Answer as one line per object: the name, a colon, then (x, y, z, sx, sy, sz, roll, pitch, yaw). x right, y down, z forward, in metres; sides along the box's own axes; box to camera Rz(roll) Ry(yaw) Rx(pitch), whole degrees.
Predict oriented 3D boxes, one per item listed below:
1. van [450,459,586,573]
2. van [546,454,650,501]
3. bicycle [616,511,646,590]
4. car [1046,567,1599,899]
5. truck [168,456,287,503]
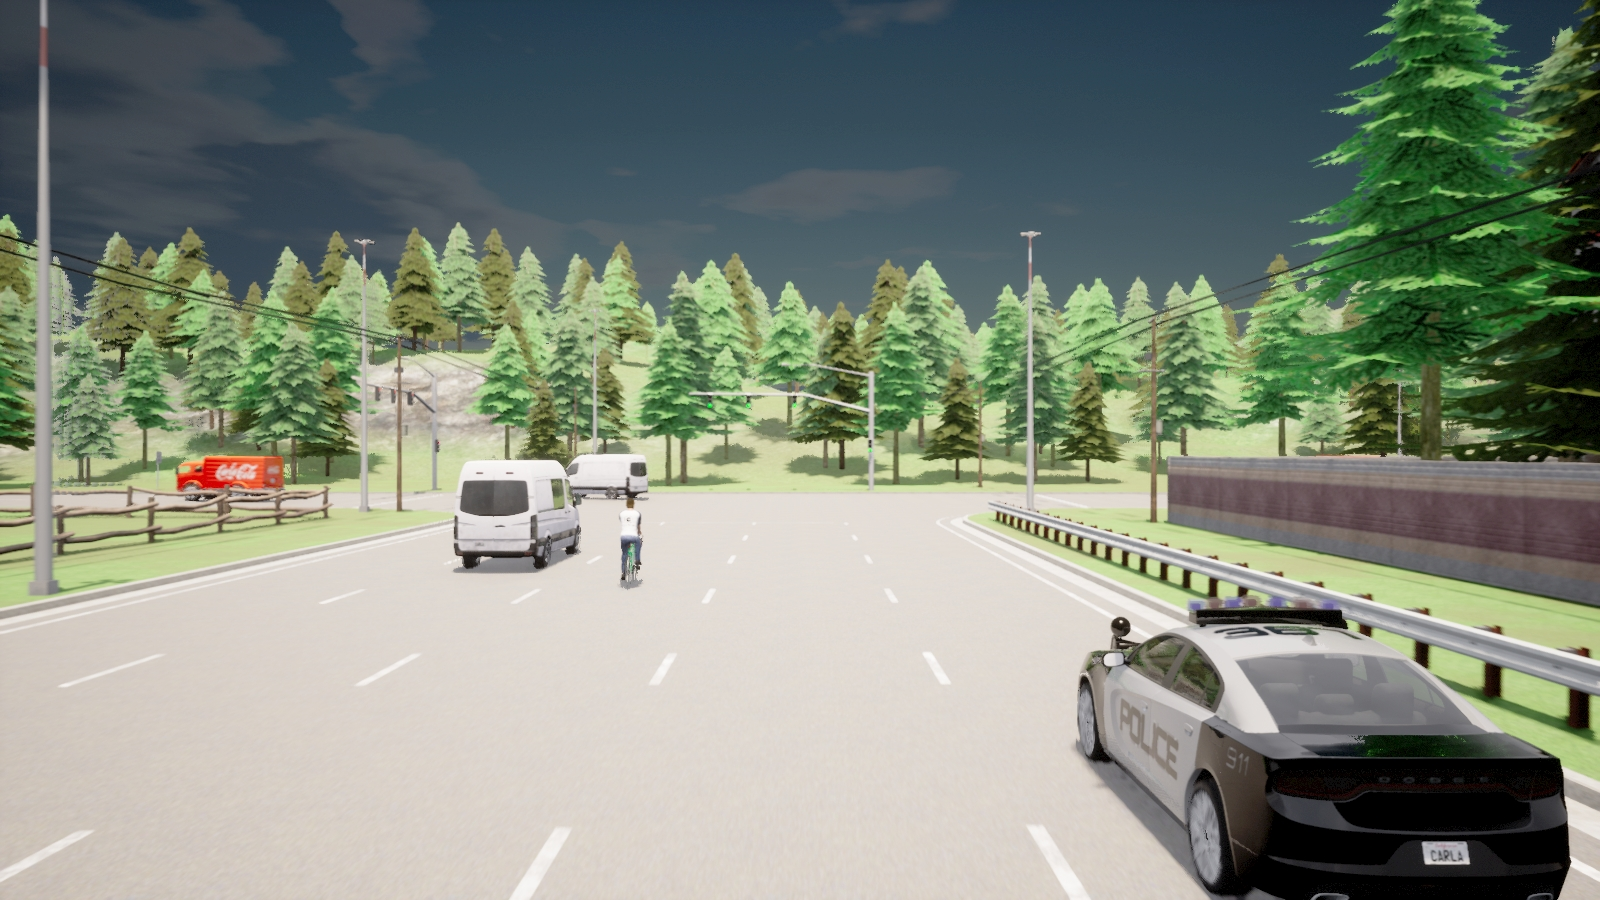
van: (-6.992, 1.534, 29.003, 1.988, 2.561, 5.915, 0, 0, 0)
van: (-11.580, 1.535, 65.435, 5.915, 2.561, 1.988, 0, 0, 28)
bicycle: (-3.498, 2.056, 23.706, 0.373, 1.496, 1.643, 0, 0, 0)
car: (3.501, 1.982, 8.779, 2.097, 1.638, 5.238, 0, 0, 0)
truck: (-31.311, 1.570, 62.562, 5.204, 2.467, 2.627, 0, 0, 3)
